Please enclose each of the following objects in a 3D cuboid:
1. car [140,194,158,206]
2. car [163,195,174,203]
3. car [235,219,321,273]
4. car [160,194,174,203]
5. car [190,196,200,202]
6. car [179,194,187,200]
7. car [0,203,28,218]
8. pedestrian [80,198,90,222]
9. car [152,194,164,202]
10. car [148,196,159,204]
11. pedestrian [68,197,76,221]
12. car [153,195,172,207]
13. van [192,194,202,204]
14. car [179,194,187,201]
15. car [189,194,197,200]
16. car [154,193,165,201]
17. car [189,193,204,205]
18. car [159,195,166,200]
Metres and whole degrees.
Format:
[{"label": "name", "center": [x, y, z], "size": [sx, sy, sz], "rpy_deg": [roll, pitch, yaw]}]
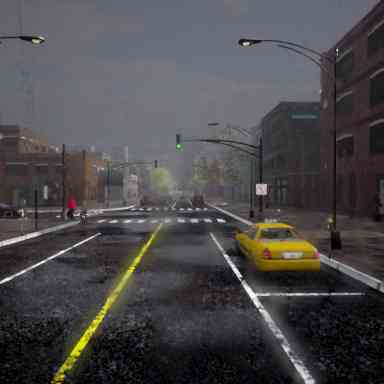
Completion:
[{"label": "car", "center": [-7.141, 1.303, 53.672], "size": [2.192, 1.841, 5.009], "rpy_deg": [-1, 0, -2]}, {"label": "car", "center": [-4.920, 1.508, 71.122], "size": [2.128, 1.511, 4.902], "rpy_deg": [0, 0, -2]}, {"label": "car", "center": [2.412, 1.523, 10.491], "size": [1.752, 1.417, 4.829], "rpy_deg": [-1, 0, -2]}, {"label": "car", "center": [-4.712, 1.464, 60.994], "size": [1.882, 1.535, 5.008], "rpy_deg": [0, 0, -1]}, {"label": "car", "center": [0.639, 1.532, 76.067], "size": [2.008, 1.369, 4.403], "rpy_deg": [-1, 0, -2]}, {"label": "car", "center": [-2.433, 1.352, 90.217], "size": [1.882, 1.535, 5.008], "rpy_deg": [0, 0, -2]}, {"label": "car", "center": [-19.058, 1.793, 32.364], "size": [5.357, 1.411, 2.033], "rpy_deg": [-1, 1, -2]}, {"label": "pedestrian", "center": [-8.057, 1.289, 24.714], "size": [0.375, 1.860, 0.375], "rpy_deg": [-1, 1, -2]}, {"label": "car", "center": [-7.742, 1.297, 75.841], "size": [2.192, 1.841, 5.009], "rpy_deg": [-1, 0, -2]}, {"label": "car", "center": [-7.439, 1.567, 64.757], "size": [1.802, 1.307, 4.206], "rpy_deg": [-1, 0, -2]}, {"label": "pedestrian", "center": [-8.440, 1.139, 23.363], "size": [0.375, 1.860, 0.375], "rpy_deg": [-1, 1, -2]}, {"label": "car", "center": [-4.474, 1.553, 51.196], "size": [1.994, 1.385, 4.181], "rpy_deg": [0, 0, -2]}, {"label": "van", "center": [0.936, 1.326, 64.983], "size": [1.690, 1.788, 3.998], "rpy_deg": [-1, 0, -2]}, {"label": "car", "center": [-2.153, 1.502, 79.805], "size": [2.128, 1.511, 4.902], "rpy_deg": [0, 0, -2]}, {"label": "car", "center": [0.188, 1.417, 92.693], "size": [1.967, 1.590, 4.097], "rpy_deg": [-1, 0, -2]}, {"label": "car", "center": [-7.891, 1.295, 81.382], "size": [2.192, 1.841, 5.009], "rpy_deg": [-1, 0, -2]}, {"label": "car", "center": [1.086, 1.301, 59.441], "size": [2.192, 1.841, 5.009], "rpy_deg": [-1, 0, -2]}, {"label": "car", "center": [-8.188, 1.521, 92.466], "size": [1.887, 1.381, 4.507], "rpy_deg": [-1, 0, -2]}]
